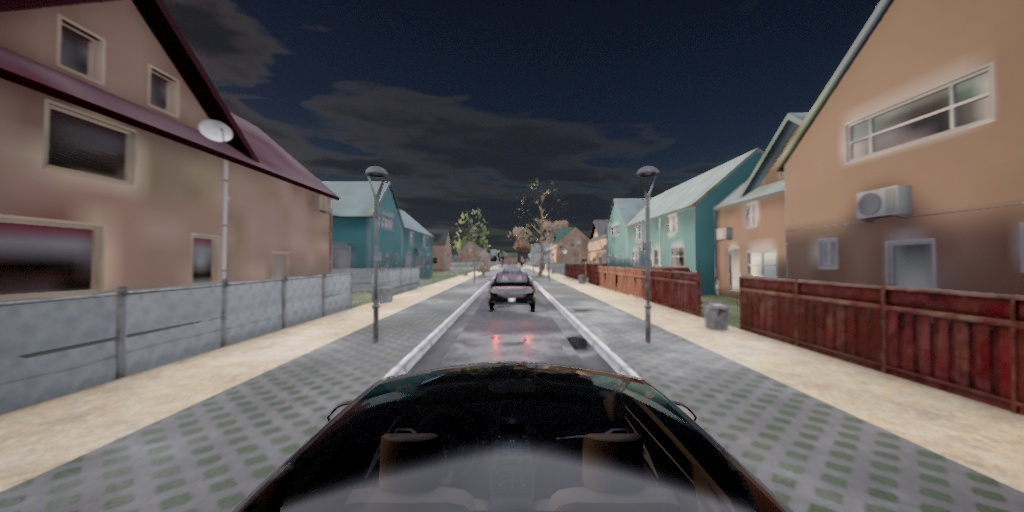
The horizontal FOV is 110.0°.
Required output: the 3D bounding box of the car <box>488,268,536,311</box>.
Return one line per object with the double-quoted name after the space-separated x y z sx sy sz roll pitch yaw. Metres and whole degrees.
0.015 1.390 15.344 2.128 1.511 4.902 0 0 0 "car"
